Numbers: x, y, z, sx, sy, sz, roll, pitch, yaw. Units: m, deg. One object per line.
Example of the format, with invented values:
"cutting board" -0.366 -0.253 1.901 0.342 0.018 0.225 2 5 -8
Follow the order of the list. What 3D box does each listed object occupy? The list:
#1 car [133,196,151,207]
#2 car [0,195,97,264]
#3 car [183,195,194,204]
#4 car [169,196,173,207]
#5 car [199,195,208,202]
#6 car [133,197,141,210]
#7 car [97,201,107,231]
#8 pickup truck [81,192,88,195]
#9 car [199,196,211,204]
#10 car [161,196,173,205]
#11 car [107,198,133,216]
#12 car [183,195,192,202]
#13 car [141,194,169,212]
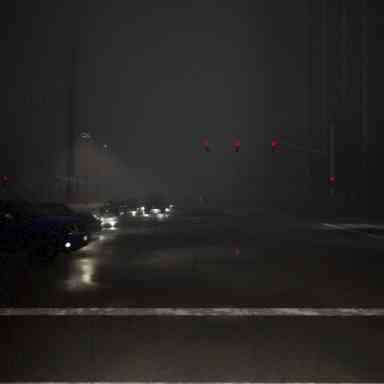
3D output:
"car" -7.823 1.491 52.532 2.128 1.511 4.902 0 0 -1
"car" -6.405 1.223 11.314 5.566 2.045 2.150 0 0 0
"car" -0.758 1.352 65.361 2.097 1.767 4.553 0 0 -1
"car" -4.281 1.601 48.426 1.895 1.301 4.718 0 0 -1
"car" 2.545 1.524 75.160 1.812 1.442 4.674 0 0 -1
"car" -7.725 1.478 42.148 1.882 1.535 5.008 0 0 -1
"car" -7.174 1.352 17.611 4.553 1.767 2.097 0 0 -28
"pickup truck" -20.926 1.059 59.994 2.390 2.098 6.274 0 0 30
"car" 2.748 1.491 64.776 2.128 1.511 4.902 0 0 -1
"car" -4.367 1.478 58.865 1.882 1.535 5.008 0 0 0
"car" -7.704 1.491 32.845 2.128 1.511 4.902 0 0 2
"car" -0.958 1.478 75.364 1.882 1.535 5.008 0 0 -1
"car" -4.186 1.221 38.479 2.150 2.045 5.566 0 0 -1
